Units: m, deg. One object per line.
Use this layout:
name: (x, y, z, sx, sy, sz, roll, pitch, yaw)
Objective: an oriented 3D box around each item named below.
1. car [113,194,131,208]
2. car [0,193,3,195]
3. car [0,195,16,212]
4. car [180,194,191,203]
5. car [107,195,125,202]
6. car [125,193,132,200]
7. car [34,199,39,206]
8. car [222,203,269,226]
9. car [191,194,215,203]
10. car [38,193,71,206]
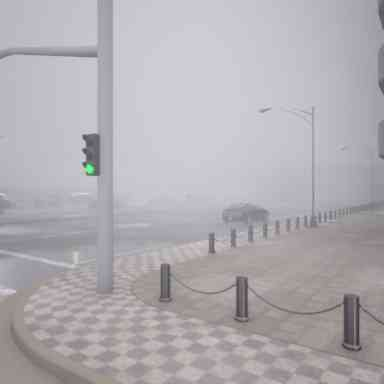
car: (-12.372, 1.498, 53.410, 1.970, 1.475, 3.806, 0, 0, 36)
car: (-30.463, 1.269, 47.839, 1.932, 1.855, 4.605, 0, 0, 36)
car: (-25.923, 1.505, 44.596, 1.970, 1.475, 3.806, 0, 0, 36)
car: (0.096, 1.256, 65.940, 1.905, 1.878, 3.866, 0, 0, 36)
car: (-18.125, 1.521, 79.172, 1.970, 1.475, 3.806, 0, 0, 36)
car: (-15.791, 1.278, 77.459, 1.905, 1.878, 3.866, 0, 0, 36)
car: (-28.389, 1.490, 65.039, 1.784, 1.438, 3.905, 0, 0, 36)
car: (4.030, 1.564, 24.527, 2.128, 1.511, 4.902, 0, 0, 36)
car: (2.404, 1.250, 64.192, 1.932, 1.855, 4.605, 0, 0, 36)
car: (-26.086, 1.276, 63.283, 1.932, 1.855, 4.605, 0, 0, 36)
